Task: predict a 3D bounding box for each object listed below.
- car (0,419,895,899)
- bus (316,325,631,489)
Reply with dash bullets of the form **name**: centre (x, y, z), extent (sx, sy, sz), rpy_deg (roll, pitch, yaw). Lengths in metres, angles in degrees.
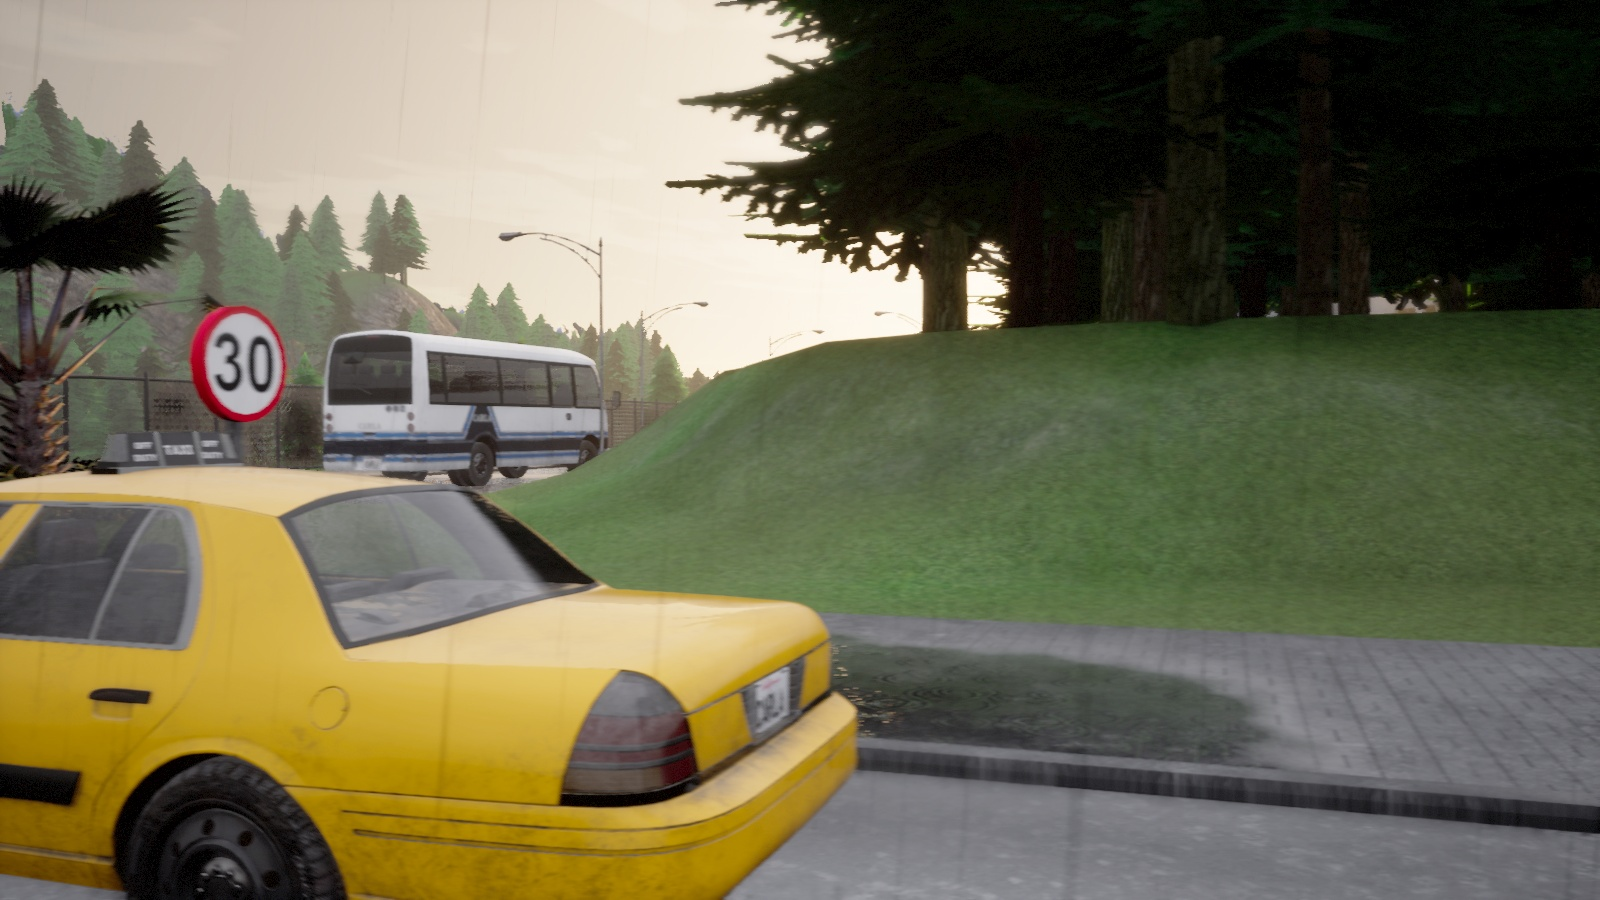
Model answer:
- **car**: centre (-2.491, 0.684, 4.559), extent (5.366, 1.575, 1.801), rpy_deg (1, 1, 19)
- **bus**: centre (-9.396, -1.195, 38.071), extent (3.944, 4.253, 10.273), rpy_deg (1, 1, 21)
